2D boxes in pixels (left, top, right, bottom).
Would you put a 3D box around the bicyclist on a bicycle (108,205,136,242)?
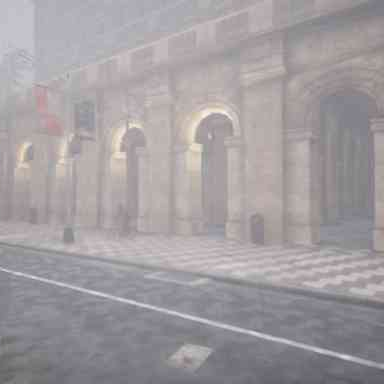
[{"bbox_3d":[-3.112,1.391,14.880,0.582,1.620,1.656,-1,-1,35],"label":"bicyclist on a bicycle"}]
